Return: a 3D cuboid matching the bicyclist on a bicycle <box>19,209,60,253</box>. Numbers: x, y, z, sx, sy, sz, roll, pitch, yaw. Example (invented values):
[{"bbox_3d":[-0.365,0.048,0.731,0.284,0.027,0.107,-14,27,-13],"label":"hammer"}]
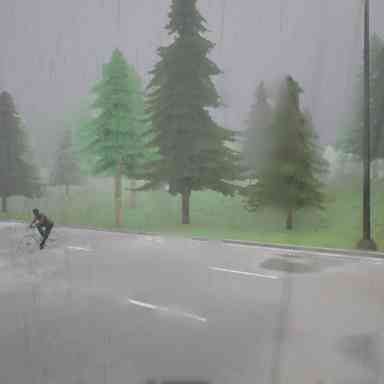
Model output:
[{"bbox_3d":[-5.824,1.454,12.762,0.582,1.620,1.656,0,1,34],"label":"bicyclist on a bicycle"}]
